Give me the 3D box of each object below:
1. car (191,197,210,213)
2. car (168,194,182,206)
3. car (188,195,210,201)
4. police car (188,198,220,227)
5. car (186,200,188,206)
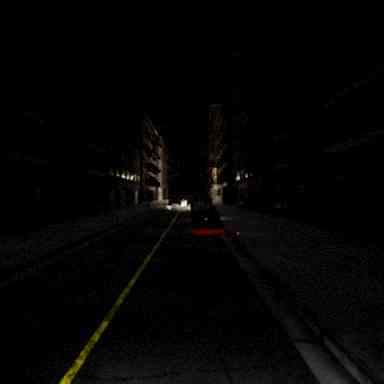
[{"bbox_3d":[0.900,1.464,39.248,2.097,1.767,4.553,0,0,0],"label":"car"},{"bbox_3d":[-3.043,1.402,58.922,2.150,2.045,5.566,0,0,1],"label":"car"},{"bbox_3d":[0.901,1.319,33.309,2.150,2.045,5.566,0,0,0],"label":"car"},{"bbox_3d":[0.900,1.489,23.387,1.930,1.638,5.238,0,0,0],"label":"police car"},{"bbox_3d":[0.000,1.730,59.080,2.033,1.411,5.357,0,0,0],"label":"car"}]
